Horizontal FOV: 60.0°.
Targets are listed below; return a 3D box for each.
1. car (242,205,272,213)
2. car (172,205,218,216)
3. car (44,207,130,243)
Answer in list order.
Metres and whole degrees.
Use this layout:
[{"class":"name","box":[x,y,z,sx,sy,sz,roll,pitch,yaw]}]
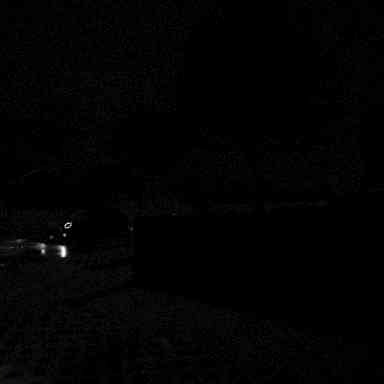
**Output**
[{"class":"car","box":[7.011,2.151,35.914,1.837,1.490,4.892,-1,-1,36]},{"class":"car","box":[0.297,1.820,26.439,2.097,1.767,4.553,-1,-2,35]},{"class":"car","box":[-5.565,1.657,18.063,2.097,1.767,4.553,-1,-2,35]}]
